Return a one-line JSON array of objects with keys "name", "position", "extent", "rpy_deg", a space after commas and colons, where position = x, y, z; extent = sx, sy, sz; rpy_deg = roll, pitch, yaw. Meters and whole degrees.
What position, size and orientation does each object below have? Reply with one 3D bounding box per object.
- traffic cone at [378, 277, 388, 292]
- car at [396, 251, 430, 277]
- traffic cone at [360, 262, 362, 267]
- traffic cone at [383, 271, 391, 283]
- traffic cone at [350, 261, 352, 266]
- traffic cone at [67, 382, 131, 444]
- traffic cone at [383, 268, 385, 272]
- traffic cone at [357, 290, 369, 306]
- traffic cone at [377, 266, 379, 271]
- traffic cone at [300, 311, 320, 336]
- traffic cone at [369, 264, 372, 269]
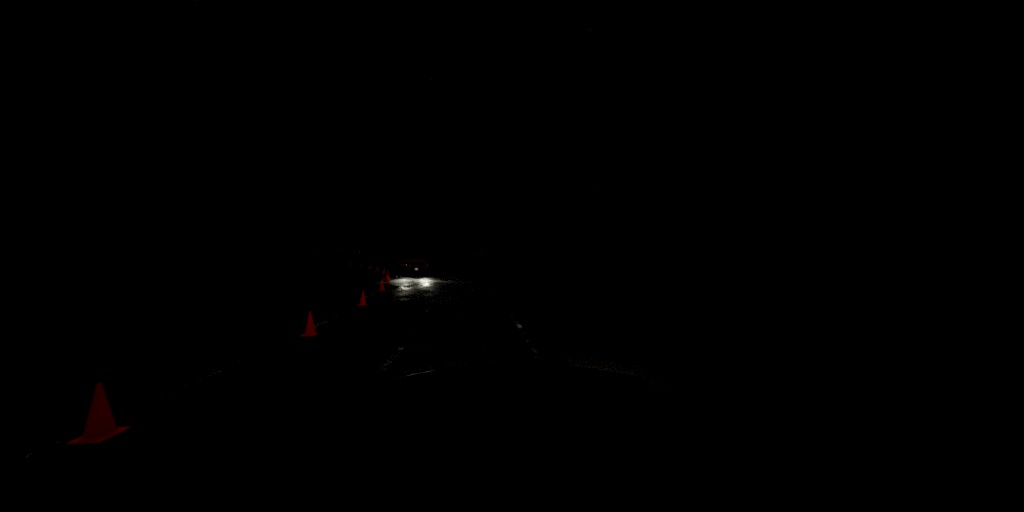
[{"name": "traffic cone", "position": [-6.638, 1.509, 18.324], "extent": [0.340, 0.580, 0.340], "rpy_deg": [0, 0, -14]}, {"name": "car", "position": [-8.403, 0.609, 30.073], "extent": [2.150, 2.045, 5.566], "rpy_deg": [0, 1, -23]}, {"name": "traffic cone", "position": [-18.720, 1.099, 44.552], "extent": [0.340, 0.580, 0.340], "rpy_deg": [0, 0, -36]}, {"name": "traffic cone", "position": [-7.938, 1.443, 22.988], "extent": [0.340, 0.580, 0.340], "rpy_deg": [0, 0, -17]}, {"name": "traffic cone", "position": [-21.671, 1.036, 48.389], "extent": [0.340, 0.580, 0.340], "rpy_deg": [0, 0, -39]}, {"name": "traffic cone", "position": [-4.558, 1.698, 3.970], "extent": [0.340, 0.580, 0.340], "rpy_deg": [0, 0, -3]}, {"name": "traffic cone", "position": [-9.533, 1.375, 27.559], "extent": [0.340, 0.580, 0.340], "rpy_deg": [0, 0, -21]}, {"name": "traffic cone", "position": [-5.638, 1.574, 13.587], "extent": [0.340, 0.580, 0.340], "rpy_deg": [0, 0, -10]}, {"name": "traffic cone", "position": [-13.583, 1.234, 36.349], "extent": [0.340, 0.580, 0.340], "rpy_deg": [0, 0, -28]}, {"name": "traffic cone", "position": [-4.944, 1.637, 8.796], "extent": [0.340, 0.580, 0.340], "rpy_deg": [0, 0, -6]}, {"name": "traffic cone", "position": [-16.020, 1.165, 40.532], "extent": [0.340, 0.580, 0.340], "rpy_deg": [0, 0, -32]}]
